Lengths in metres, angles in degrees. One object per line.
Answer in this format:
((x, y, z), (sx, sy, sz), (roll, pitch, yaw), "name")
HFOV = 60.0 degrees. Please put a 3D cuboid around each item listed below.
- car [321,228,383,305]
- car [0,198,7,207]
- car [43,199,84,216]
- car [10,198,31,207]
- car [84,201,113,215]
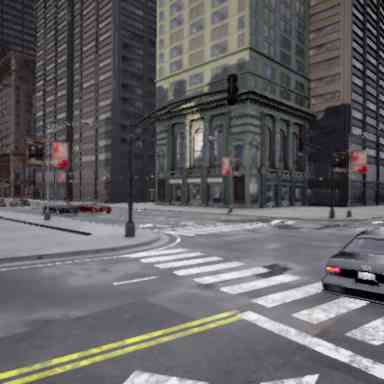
((4.824, 1.597, 7.983), (2.033, 1.411, 5.357), (0, 0, 41), "car")
((-28.713, 1.555, 48.686), (1.994, 1.385, 4.181), (1, 0, -45), "car")
((-13.056, 1.504, 32.915), (5.008, 1.535, 1.882), (0, 0, 45), "car")
((-26.311, 1.579, 50.884), (1.994, 1.385, 4.181), (1, 0, -45), "car")
((-10.209, 1.652, 34.661), (1.895, 1.301, 4.718), (1, 0, -45), "car")
